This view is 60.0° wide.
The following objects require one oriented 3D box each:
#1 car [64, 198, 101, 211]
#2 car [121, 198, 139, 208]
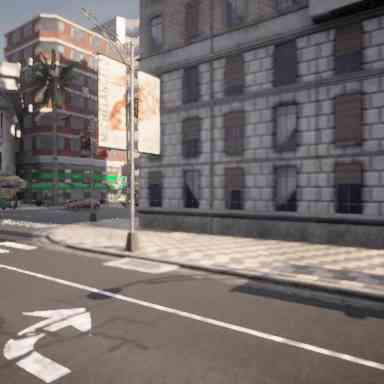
[{"bbox_3d":[-13.482,1.525,41.066,1.812,1.442,4.674,0,0,36],"label":"car"},{"bbox_3d":[-8.017,1.600,48.478,1.895,1.301,4.718,0,0,37],"label":"car"}]
